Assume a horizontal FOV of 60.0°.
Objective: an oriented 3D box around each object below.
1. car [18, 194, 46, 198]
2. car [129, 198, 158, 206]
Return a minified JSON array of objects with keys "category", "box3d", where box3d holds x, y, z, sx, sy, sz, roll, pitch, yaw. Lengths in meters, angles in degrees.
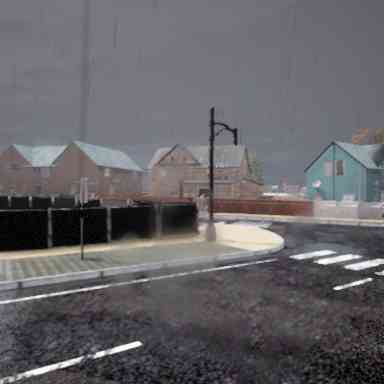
[{"category":"car","box3d":[-12.820,0.985,27.185,5.008,1.535,1.882,1,0,19]},{"category":"car","box3d":[-3.213,1.220,23.867,5.008,1.535,1.882,1,0,18]}]
